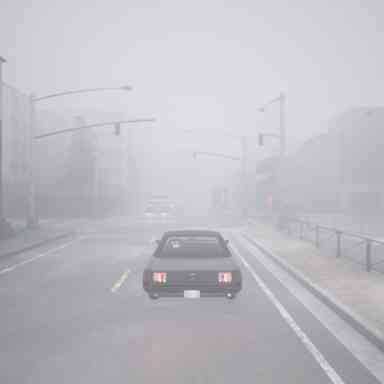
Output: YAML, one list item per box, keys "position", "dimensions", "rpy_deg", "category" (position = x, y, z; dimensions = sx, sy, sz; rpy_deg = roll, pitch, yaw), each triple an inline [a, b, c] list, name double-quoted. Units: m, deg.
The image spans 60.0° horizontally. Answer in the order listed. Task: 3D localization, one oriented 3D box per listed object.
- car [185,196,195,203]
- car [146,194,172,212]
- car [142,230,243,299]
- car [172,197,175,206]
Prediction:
- position: [-0.433, 1.480, 66.649]
  dimensions: [2.128, 1.511, 4.902]
  rpy_deg: [0, 0, 0]
  category: "car"
- position: [-3.920, 1.216, 39.018]
  dimensions: [2.150, 2.045, 5.566]
  rpy_deg: [0, 0, 1]
  category: "car"
- position: [0.012, 1.599, 8.367]
  dimensions: [1.895, 1.301, 4.718]
  rpy_deg: [0, 0, 0]
  category: "car"
- position: [-3.947, 1.516, 56.407]
  dimensions: [1.812, 1.442, 4.674]
  rpy_deg: [0, 0, 0]
  category: "car"
